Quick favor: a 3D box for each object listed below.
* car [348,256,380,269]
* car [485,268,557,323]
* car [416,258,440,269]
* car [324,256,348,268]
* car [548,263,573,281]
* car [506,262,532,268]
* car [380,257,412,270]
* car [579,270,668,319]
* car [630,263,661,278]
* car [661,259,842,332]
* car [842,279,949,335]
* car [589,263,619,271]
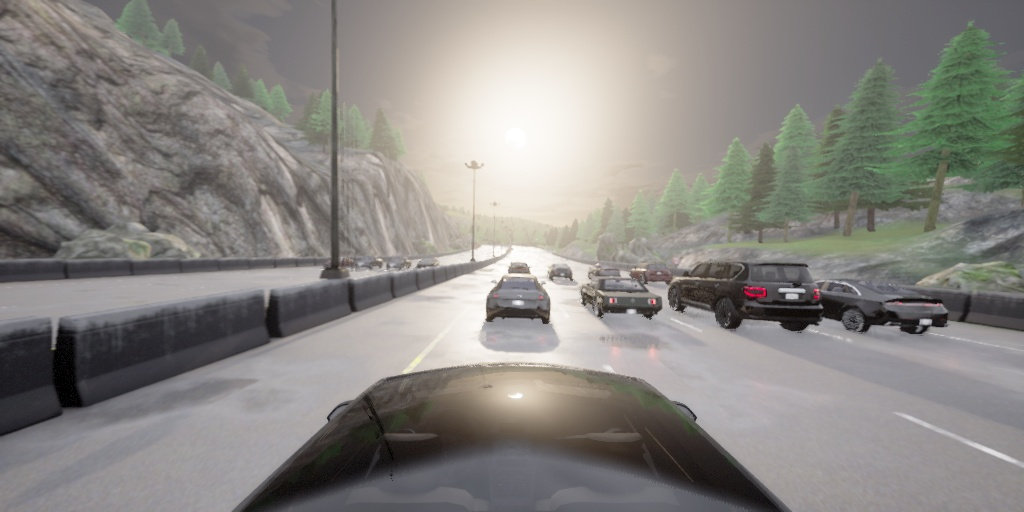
[{"bbox_3d":[-16.778,0.753,42.248,2.128,1.511,4.902,1,0,1],"label":"car"},{"bbox_3d":[0.216,1.297,12.192,1.994,1.385,4.181,1,0,1],"label":"car"},{"bbox_3d":[-9.779,0.949,42.222,1.882,1.535,5.008,1,0,1],"label":"car"},{"bbox_3d":[-20.275,0.739,42.432,1.812,1.442,4.674,1,0,1],"label":"car"},{"bbox_3d":[4.094,1.314,31.000,1.812,1.442,4.674,1,0,1],"label":"car"},{"bbox_3d":[0.576,1.209,30.056,1.837,1.490,4.892,1,0,1],"label":"car"},{"bbox_3d":[-13.278,0.869,42.289,2.128,1.511,4.902,1,0,1],"label":"car"},{"bbox_3d":[3.736,1.417,13.261,1.895,1.301,4.718,1,0,1],"label":"car"},{"bbox_3d":[11.056,1.314,28.928,2.097,1.767,4.553,1,0,1],"label":"car"},{"bbox_3d":[7.217,1.125,11.854,2.150,2.045,5.566,1,0,1],"label":"car"},{"bbox_3d":[10.706,1.481,11.650,2.128,1.511,4.902,1,0,1],"label":"car"},{"bbox_3d":[7.571,1.367,29.819,2.128,1.511,4.902,1,0,1],"label":"car"}]
